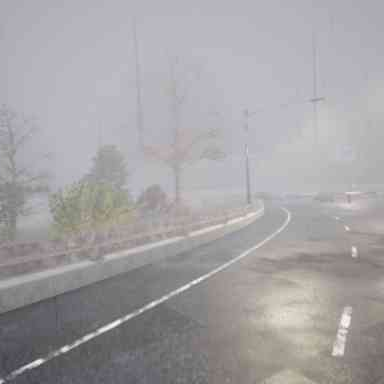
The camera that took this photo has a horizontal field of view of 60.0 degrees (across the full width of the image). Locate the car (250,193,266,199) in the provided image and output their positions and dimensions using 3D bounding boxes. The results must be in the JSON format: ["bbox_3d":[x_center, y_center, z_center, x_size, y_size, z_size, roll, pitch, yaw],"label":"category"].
[{"bbox_3d":[17.289,0.937,87.664,2.128,1.511,4.902,-2,0,-18],"label":"car"}]

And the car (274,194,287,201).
[{"bbox_3d":[17.254,1.181,68.475,1.895,1.301,4.718,-2,0,-5],"label":"car"}]

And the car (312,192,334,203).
[{"bbox_3d":[21.034,0.827,53.611,2.097,1.767,4.553,-2,0,2],"label":"car"}]

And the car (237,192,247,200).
[{"bbox_3d":[12.687,1.237,75.989,2.128,1.511,4.902,-2,0,-12],"label":"car"}]

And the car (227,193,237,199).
[{"bbox_3d":[10.529,1.090,85.855,1.837,1.490,4.892,-2,0,-18],"label":"car"}]

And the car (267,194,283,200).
[{"bbox_3d":[19.398,1.088,78.242,1.994,1.385,4.181,-2,0,-12],"label":"car"}]

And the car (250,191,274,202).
[{"bbox_3d":[13.905,0.897,66.217,2.150,2.045,5.566,-2,0,-5],"label":"car"}]

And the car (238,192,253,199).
[{"bbox_3d":[13.914,0.856,86.731,2.097,1.767,4.553,-2,0,-18],"label":"car"}]

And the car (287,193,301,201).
[{"bbox_3d":[20.755,0.971,68.502,1.882,1.535,5.008,-2,0,-5],"label":"car"}]
